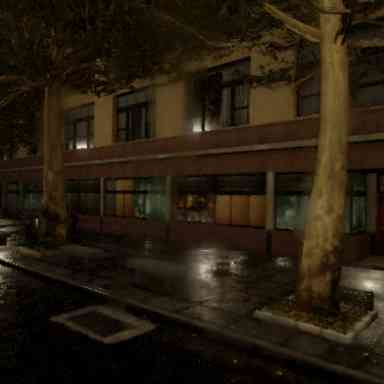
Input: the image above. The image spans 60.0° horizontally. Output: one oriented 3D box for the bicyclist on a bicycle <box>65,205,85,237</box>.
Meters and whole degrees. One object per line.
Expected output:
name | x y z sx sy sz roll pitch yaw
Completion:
bicyclist on a bicycle | -5.170 1.376 13.890 0.582 1.620 1.656 0 0 40
